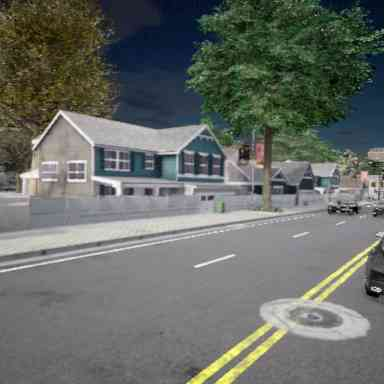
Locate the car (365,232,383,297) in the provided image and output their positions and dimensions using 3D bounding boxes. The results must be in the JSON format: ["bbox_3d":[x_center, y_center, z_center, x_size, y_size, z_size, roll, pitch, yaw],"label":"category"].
[{"bbox_3d":[5.261,1.434,7.511,1.837,1.490,4.892,2,2,37],"label":"car"}]

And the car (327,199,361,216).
[{"bbox_3d":[13.505,1.333,29.410,1.895,1.301,4.718,2,1,37],"label":"car"}]

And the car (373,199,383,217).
[{"bbox_3d":[16.804,1.347,28.370,1.837,1.490,4.892,2,1,37],"label":"car"}]
